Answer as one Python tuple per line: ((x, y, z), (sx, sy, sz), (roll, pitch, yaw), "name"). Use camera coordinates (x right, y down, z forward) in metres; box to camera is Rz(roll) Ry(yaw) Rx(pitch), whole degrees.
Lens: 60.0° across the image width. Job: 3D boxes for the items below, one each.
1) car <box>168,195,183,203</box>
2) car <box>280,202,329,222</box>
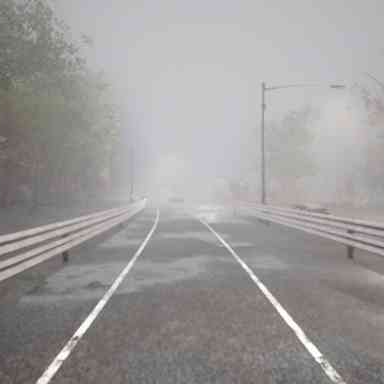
((-3.414, 1.336, 68.017), (2.097, 1.767, 4.553), (0, 0, -18), "car")
((9.553, 1.634, 28.749), (1.882, 1.535, 5.008), (0, 0, -18), "car")
